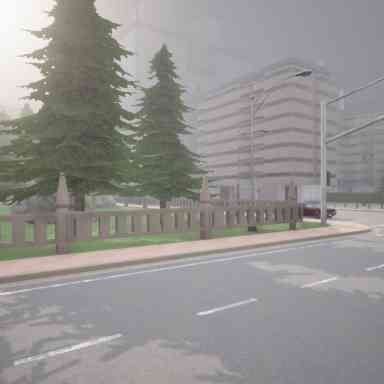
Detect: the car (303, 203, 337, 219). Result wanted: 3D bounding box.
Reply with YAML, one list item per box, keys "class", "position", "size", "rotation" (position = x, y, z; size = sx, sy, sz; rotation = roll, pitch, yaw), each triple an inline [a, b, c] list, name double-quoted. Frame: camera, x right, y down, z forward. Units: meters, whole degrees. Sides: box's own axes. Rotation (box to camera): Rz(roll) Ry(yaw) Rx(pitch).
- class: "car"
  position: [10.103, 1.601, 29.056]
  size: [1.895, 1.301, 4.718]
  rotation: [0, 0, -34]
